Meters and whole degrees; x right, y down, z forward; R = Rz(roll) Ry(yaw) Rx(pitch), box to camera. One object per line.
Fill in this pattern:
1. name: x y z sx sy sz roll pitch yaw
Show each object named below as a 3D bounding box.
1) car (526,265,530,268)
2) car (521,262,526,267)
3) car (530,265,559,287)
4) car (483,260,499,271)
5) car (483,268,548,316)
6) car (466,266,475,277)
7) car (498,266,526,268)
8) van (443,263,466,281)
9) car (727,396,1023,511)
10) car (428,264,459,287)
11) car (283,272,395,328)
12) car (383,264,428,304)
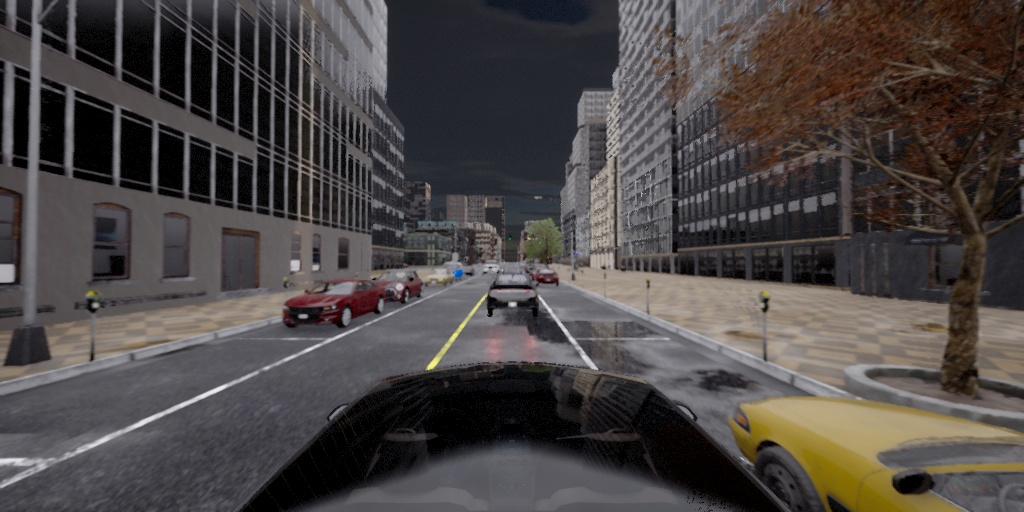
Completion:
1. car: 2.686 1.612 34.167 1.967 1.591 4.097 0 0 0
2. car: 2.683 1.954 50.783 1.948 1.339 4.313 0 0 0
3. car: 2.686 1.645 28.628 1.888 1.381 4.507 0 0 0
4. car: -3.043 1.642 53.150 2.150 2.045 5.566 0 -1 1
5. car: 0.043 1.404 14.156 2.128 1.511 4.902 0 -1 1
6. car: -5.696 1.882 45.243 1.948 1.339 4.313 0 0 0
7. car: 0.035 1.700 28.545 1.895 1.301 4.718 0 -1 1
8. van: -5.694 1.513 34.165 1.690 1.789 3.998 0 0 0
9. car: 2.690 1.265 1.104 1.751 1.417 4.829 0 0 0
10. car: -5.694 1.625 28.457 1.751 1.417 4.829 0 0 0
11. car: -5.692 1.429 12.010 1.888 1.381 4.507 0 0 0
12. car: -5.692 1.396 17.550 1.967 1.591 4.097 0 0 0
